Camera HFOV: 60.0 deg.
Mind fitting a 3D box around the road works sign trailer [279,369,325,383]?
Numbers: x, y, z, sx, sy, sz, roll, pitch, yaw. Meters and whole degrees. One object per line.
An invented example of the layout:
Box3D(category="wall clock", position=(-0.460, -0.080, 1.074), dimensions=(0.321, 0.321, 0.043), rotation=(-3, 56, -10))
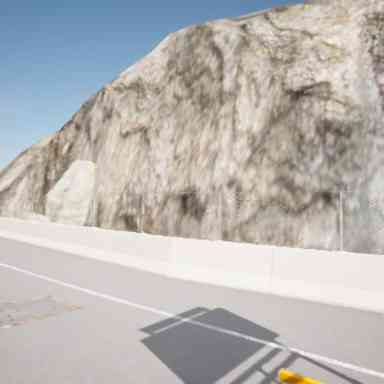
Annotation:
Box3D(category="road works sign trailer", position=(2.093, 0.620, 2.690), dimensions=(2.880, 3.560, 2.380), rotation=(-1, -3, 38))
